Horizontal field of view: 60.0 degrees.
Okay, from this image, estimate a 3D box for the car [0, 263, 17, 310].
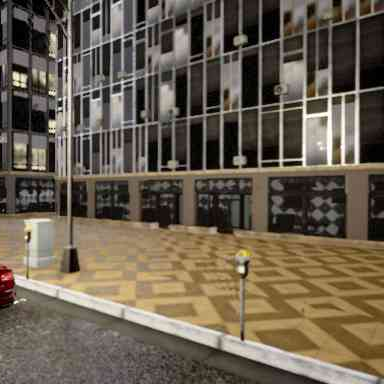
[{"bbox_3d":[-5.016,1.586,6.443,4.206,1.307,1.802,0,0,35],"label":"car"}]
